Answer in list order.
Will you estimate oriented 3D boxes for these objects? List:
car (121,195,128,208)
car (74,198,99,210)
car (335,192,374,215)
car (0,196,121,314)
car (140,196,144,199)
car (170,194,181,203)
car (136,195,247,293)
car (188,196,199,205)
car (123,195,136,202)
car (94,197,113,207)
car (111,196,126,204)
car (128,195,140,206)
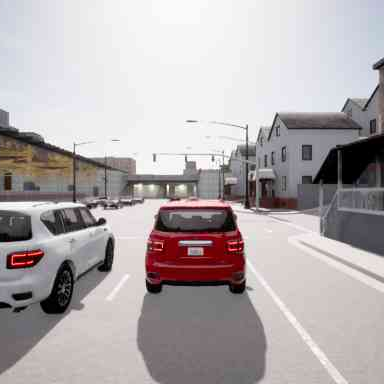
[{"bbox_3d":[-10.494,1.491,44.619,2.128,1.511,4.902,0,0,0],"label":"car"},{"bbox_3d":[-13.995,1.564,44.207,1.994,1.385,4.181,0,0,0],"label":"car"},{"bbox_3d":[14.901,0.850,28.716,5.357,1.411,2.033,-16,0,-1],"label":"car"},{"bbox_3d":[-3.409,1.221,7.745,2.150,2.045,5.566,0,0,1],"label":"car"},{"bbox_3d":[-10.384,1.547,64.657,2.033,1.411,5.357,0,0,0],"label":"car"},{"bbox_3d":[-3.337,1.352,69.139,2.097,1.767,4.553,0,0,0],"label":"car"},{"bbox_3d":[0.099,1.221,9.007,2.150,2.045,5.566,0,0,1],"label":"car"},{"bbox_3d":[0.240,1.526,60.121,1.812,1.442,4.674,0,0,0],"label":"car"},{"bbox_3d":[-13.826,1.493,73.717,1.837,1.490,4.892,0,0,0],"label":"car"},{"bbox_3d":[-13.964,1.526,52.948,1.812,1.442,4.674,0,0,0],"label":"car"},{"bbox_3d":[-13.897,1.505,63.303,1.837,1.490,4.892,0,0,0],"label":"car"},{"bbox_3d":[-10.463,1.547,54.368,2.033,1.411,5.357,0,0,0],"label":"car"}]
